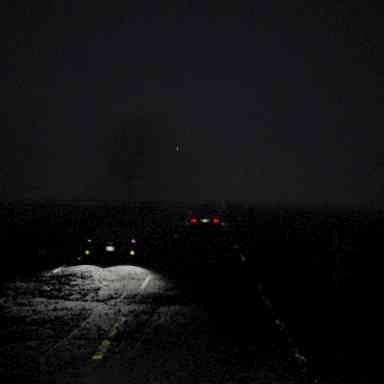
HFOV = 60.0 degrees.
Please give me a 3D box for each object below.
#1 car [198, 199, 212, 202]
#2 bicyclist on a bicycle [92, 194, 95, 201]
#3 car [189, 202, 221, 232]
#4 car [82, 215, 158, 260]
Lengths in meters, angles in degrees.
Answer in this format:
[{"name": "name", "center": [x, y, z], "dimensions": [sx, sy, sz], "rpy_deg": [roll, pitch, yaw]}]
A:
[{"name": "car", "center": [1.443, 1.518, 37.125], "dimensions": [1.882, 1.535, 5.008], "rpy_deg": [0, 0, 2]}, {"name": "bicyclist on a bicycle", "center": [-19.552, 1.177, 66.153], "dimensions": [0.582, 1.620, 1.656], "rpy_deg": [1, 0, 5]}, {"name": "car", "center": [0.785, 1.557, 19.961], "dimensions": [2.033, 1.411, 5.357], "rpy_deg": [0, 0, 2]}, {"name": "car", "center": [-2.467, 1.558, 12.256], "dimensions": [1.994, 1.385, 4.181], "rpy_deg": [0, 0, 2]}]
